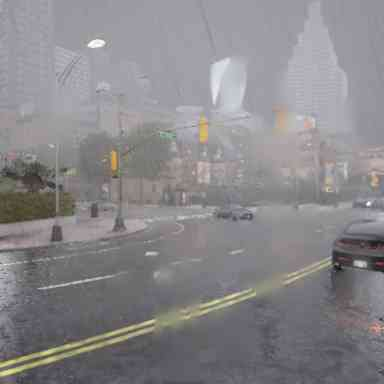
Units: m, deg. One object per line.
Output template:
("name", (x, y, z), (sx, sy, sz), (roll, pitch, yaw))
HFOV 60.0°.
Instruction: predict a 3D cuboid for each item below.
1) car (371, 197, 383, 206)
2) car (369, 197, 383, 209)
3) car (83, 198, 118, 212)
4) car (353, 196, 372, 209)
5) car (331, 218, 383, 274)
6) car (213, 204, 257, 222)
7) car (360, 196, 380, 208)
("car", (36.740, 1.827, 64.428), (4.892, 1.521, 2.231), (0, 0, -42))
("car", (27.349, 1.821, 47.915), (1.994, 1.385, 4.181), (0, 0, 39))
("car", (-11.005, 1.764, 41.245), (4.718, 1.301, 1.895), (0, 0, 38))
("car", (26.061, 1.748, 50.944), (2.097, 1.535, 5.008), (0, 0, 38))
("car", (5.816, 1.559, 10.113), (1.837, 1.490, 4.892), (0, 0, 42))
("car", (3.458, 1.690, 27.306), (1.994, 1.385, 4.181), (0, 0, -27))
("car", (29.972, 1.652, 56.045), (2.185, 1.767, 4.553), (0, 0, 38))
